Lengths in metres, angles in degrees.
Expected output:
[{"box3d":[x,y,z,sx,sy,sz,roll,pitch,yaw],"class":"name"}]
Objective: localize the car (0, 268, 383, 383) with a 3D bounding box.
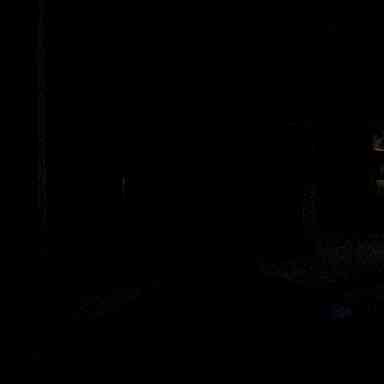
[{"box3d":[0.303,1.560,3.286,4.181,1.385,1.994,0,0,-35],"class":"car"}]
